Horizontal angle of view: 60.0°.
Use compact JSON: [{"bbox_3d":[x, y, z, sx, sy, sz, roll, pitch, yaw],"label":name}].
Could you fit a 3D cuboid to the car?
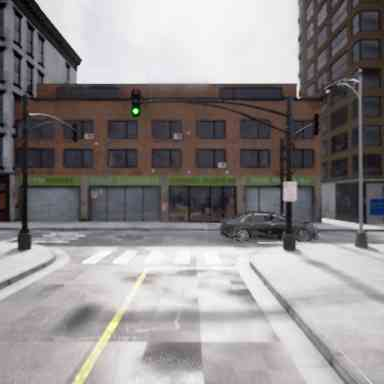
[{"bbox_3d":[3.809,1.769,16.754,4.892,1.490,1.837,0,-1,0],"label":"car"}]
